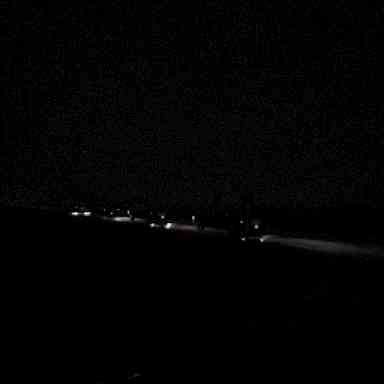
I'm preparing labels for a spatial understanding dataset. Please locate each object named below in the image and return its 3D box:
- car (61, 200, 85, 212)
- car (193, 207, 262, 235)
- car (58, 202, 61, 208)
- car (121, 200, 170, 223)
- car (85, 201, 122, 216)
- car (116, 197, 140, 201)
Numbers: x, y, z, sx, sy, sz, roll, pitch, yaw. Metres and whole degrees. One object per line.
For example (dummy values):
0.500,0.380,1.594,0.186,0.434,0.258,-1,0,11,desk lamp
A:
-15.360,1.917,44.106,1.837,1.490,4.892,2,-2,-36,car
2.018,1.646,20.037,2.128,1.511,4.902,2,-1,-37,car
-21.920,2.129,58.159,1.882,1.535,5.008,2,-2,-36,car
-3.704,1.718,27.889,2.128,1.511,4.902,2,-2,-36,car
-9.509,1.916,35.940,1.895,1.301,4.718,2,-2,-36,car
-7.693,1.618,38.466,2.150,2.045,5.566,2,-2,-36,car
